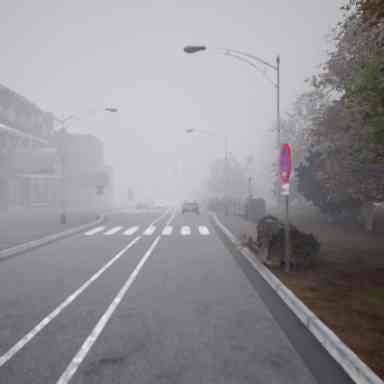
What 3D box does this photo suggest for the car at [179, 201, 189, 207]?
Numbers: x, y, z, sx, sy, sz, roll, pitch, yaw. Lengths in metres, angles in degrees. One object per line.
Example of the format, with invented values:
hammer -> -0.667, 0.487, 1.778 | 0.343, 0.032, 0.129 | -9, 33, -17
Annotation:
car -> -1.801, 2.680, 75.003 | 2.033, 1.411, 5.357 | 0, -1, -2

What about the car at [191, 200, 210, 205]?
car -> 2.453, 3.013, 94.749 | 5.008, 1.535, 2.097 | 1, -1, -24

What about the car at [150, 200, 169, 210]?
car -> -5.127, 2.156, 52.947 | 1.812, 1.442, 4.674 | 0, -1, -2

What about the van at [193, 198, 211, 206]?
van -> 2.757, 2.735, 91.840 | 4.442, 1.987, 1.878 | 1, -1, -24

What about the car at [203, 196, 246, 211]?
car -> 4.602, 1.695, 47.351 | 5.566, 2.045, 2.435 | 1, -1, -22

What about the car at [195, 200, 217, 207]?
car -> 3.298, 2.726, 79.917 | 4.892, 1.521, 2.231 | 1, -1, -23

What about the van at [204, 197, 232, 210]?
van -> 4.371, 1.953, 56.286 | 4.442, 1.987, 1.878 | 1, -2, -22

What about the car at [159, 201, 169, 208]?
car -> -5.714, 2.548, 69.115 | 1.812, 1.442, 4.674 | 0, -1, -2

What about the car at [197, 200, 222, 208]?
car -> 3.691, 2.562, 71.033 | 4.792, 1.488, 2.163 | 1, -2, -22

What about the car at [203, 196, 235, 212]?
car -> 4.767, 1.619, 44.429 | 5.566, 2.045, 2.435 | 1, -2, -22

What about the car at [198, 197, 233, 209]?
car -> 4.176, 2.000, 59.207 | 5.566, 2.045, 2.435 | 1, -2, -22

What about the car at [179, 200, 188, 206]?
car -> -2.297, 2.808, 85.483 | 2.128, 1.511, 4.902 | 0, -1, -3

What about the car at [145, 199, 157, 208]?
car -> -8.540, 2.399, 69.691 | 2.097, 1.767, 4.553 | 0, -1, -2

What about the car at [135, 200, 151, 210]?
car -> -7.946, 2.215, 53.514 | 1.994, 1.385, 4.181 | 0, -1, -2

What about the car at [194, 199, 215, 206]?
car -> 3.120, 2.660, 82.877 | 4.553, 1.767, 2.185 | 1, -2, -23

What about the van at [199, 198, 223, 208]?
van -> 3.891, 2.240, 68.117 | 4.442, 1.987, 1.878 | 1, -2, -22

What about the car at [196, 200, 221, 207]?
car -> 3.719, 2.598, 74.052 | 5.366, 1.575, 1.946 | 1, -2, -22

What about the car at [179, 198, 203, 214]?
car -> -0.230, 1.702, 37.258 | 2.128, 1.511, 4.902 | 0, -1, -2
